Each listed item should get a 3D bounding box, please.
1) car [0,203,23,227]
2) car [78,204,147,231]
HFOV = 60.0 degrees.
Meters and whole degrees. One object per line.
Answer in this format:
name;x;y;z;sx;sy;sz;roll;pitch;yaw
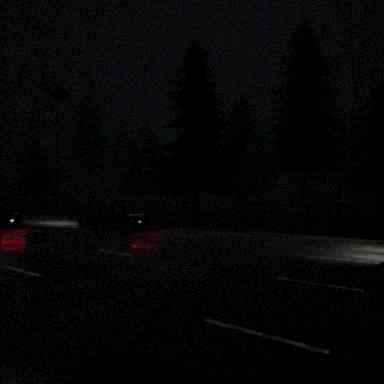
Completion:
car;-13.064;1.514;21.917;4.892;1.490;1.837;0;0;36
car;-4.954;1.498;20.429;4.902;1.511;2.128;0;0;36
